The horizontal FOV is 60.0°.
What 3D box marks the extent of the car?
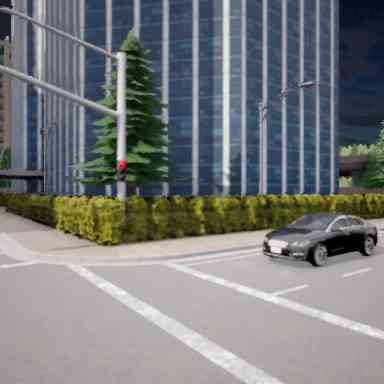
[{"bbox_3d":[4.546,1.497,11.528,4.902,1.511,2.128,0,0,-35],"label":"car"}]
